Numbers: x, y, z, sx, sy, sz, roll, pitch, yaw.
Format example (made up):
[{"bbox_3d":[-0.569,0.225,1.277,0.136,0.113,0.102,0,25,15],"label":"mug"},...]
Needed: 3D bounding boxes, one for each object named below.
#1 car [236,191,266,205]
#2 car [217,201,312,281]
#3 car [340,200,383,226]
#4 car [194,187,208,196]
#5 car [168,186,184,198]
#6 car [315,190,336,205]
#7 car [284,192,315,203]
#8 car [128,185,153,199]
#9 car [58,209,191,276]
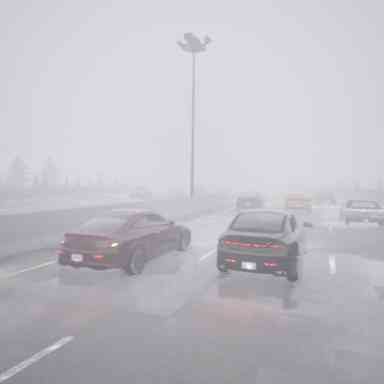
[{"bbox_3d":[4.796,0.677,26.647,1.882,1.535,5.008,1,2,17],"label":"car"},{"bbox_3d":[2.116,1.228,9.160,1.837,1.490,4.892,1,2,22],"label":"car"},{"bbox_3d":[9.646,1.105,19.081,1.895,1.301,4.718,1,2,19],"label":"car"},{"bbox_3d":[1.101,0.099,44.063,1.837,1.490,4.892,1,2,7],"label":"car"},{"bbox_3d":[-2.176,-0.025,46.239,2.128,1.511,4.902,1,2,6],"label":"car"},{"bbox_3d":[14.116,0.535,35.749,1.837,1.490,4.892,1,2,10],"label":"car"},{"bbox_3d":[8.425,0.724,26.657,1.882,1.535,5.008,1,2,16],"label":"car"},{"bbox_3d":[-6.370,-0.061,41.252,2.097,1.767,4.553,1,2,9],"label":"car"},{"bbox_3d":[-1.605,1.196,9.309,1.812,1.442,4.674,1,2,22],"label":"car"}]
